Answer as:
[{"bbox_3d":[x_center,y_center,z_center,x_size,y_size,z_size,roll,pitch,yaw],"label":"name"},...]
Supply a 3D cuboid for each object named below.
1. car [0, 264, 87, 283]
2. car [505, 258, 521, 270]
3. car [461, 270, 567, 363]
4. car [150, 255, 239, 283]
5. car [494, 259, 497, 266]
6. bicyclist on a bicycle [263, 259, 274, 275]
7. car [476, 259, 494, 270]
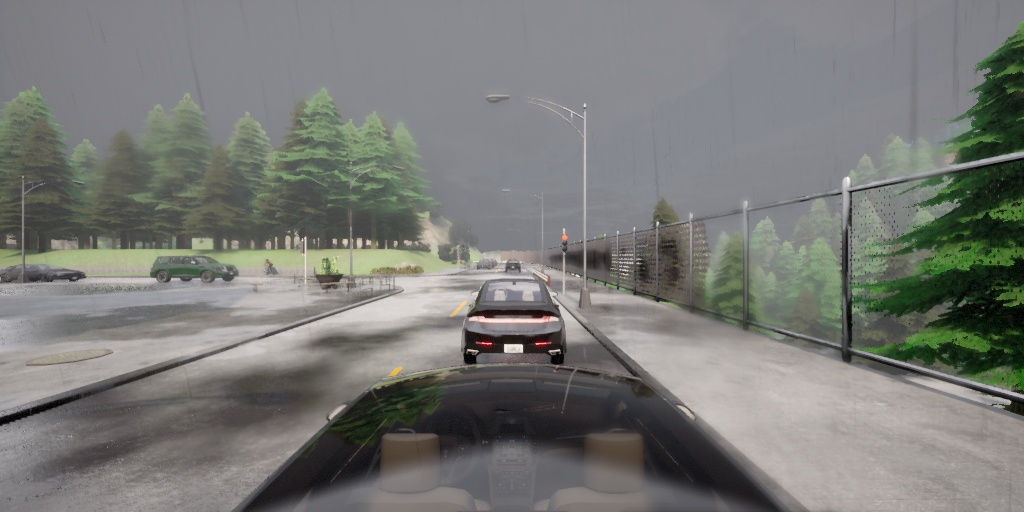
[{"bbox_3d":[-35.817,1.298,27.156,5.357,1.411,2.033,0,0,0],"label":"car"},{"bbox_3d":[0.122,1.227,47.012,1.882,1.535,5.008,0,0,0],"label":"car"},{"bbox_3d":[0.047,1.241,8.061,2.128,1.511,4.902,0,0,1],"label":"car"},{"bbox_3d":[-23.956,0.971,27.146,5.566,2.045,2.150,0,0,0],"label":"car"},{"bbox_3d":[-4.062,1.228,62.004,1.882,1.535,5.008,0,0,0],"label":"car"},{"bbox_3d":[-24.152,1.099,35.543,0.582,1.620,1.656,0,0,0],"label":"bicyclist on a bicycle"},{"bbox_3d":[-4.089,1.255,52.481,1.837,1.490,4.892,0,0,0],"label":"car"}]
